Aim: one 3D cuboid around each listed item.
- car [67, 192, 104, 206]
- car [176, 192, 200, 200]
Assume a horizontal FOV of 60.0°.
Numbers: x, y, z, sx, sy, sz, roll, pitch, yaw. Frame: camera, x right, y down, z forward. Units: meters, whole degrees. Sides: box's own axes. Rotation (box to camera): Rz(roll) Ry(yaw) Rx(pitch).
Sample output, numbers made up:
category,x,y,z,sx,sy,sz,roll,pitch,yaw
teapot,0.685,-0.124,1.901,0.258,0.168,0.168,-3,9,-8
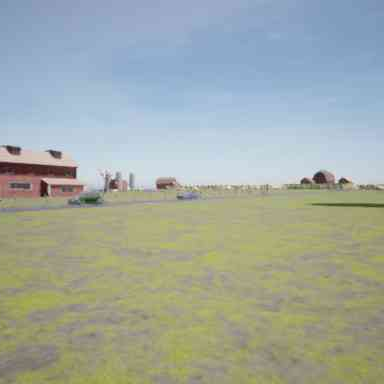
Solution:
category,x,y,z,sx,sy,sz,roll,pitch,yaw
car,-13.597,0.787,42.434,2.097,1.767,4.553,1,1,36
car,-0.616,0.651,60.173,2.033,1.411,5.357,1,1,36
